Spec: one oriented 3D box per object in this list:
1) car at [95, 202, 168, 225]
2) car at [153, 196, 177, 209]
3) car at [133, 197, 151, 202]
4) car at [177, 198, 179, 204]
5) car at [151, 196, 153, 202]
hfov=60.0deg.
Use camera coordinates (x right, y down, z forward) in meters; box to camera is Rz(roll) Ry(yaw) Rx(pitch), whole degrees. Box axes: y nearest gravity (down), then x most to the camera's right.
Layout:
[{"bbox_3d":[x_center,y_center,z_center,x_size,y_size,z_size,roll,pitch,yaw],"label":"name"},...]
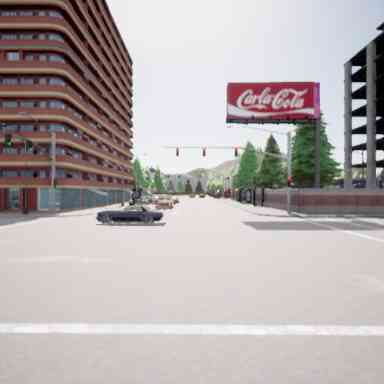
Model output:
[{"bbox_3d":[-4.281,1.596,23.411,4.718,1.301,1.895,0,0,0],"label":"car"},{"bbox_3d":[-3.544,1.343,44.568,2.097,1.767,4.553,0,0,0],"label":"car"},{"bbox_3d":[-7.045,1.591,44.535,1.895,1.301,4.718,0,0,0],"label":"car"},{"bbox_3d":[-3.479,1.551,62.714,1.994,1.385,4.181,0,0,1],"label":"car"},{"bbox_3d":[-6.980,1.478,62.311,2.128,1.511,4.902,0,0,1],"label":"car"}]
